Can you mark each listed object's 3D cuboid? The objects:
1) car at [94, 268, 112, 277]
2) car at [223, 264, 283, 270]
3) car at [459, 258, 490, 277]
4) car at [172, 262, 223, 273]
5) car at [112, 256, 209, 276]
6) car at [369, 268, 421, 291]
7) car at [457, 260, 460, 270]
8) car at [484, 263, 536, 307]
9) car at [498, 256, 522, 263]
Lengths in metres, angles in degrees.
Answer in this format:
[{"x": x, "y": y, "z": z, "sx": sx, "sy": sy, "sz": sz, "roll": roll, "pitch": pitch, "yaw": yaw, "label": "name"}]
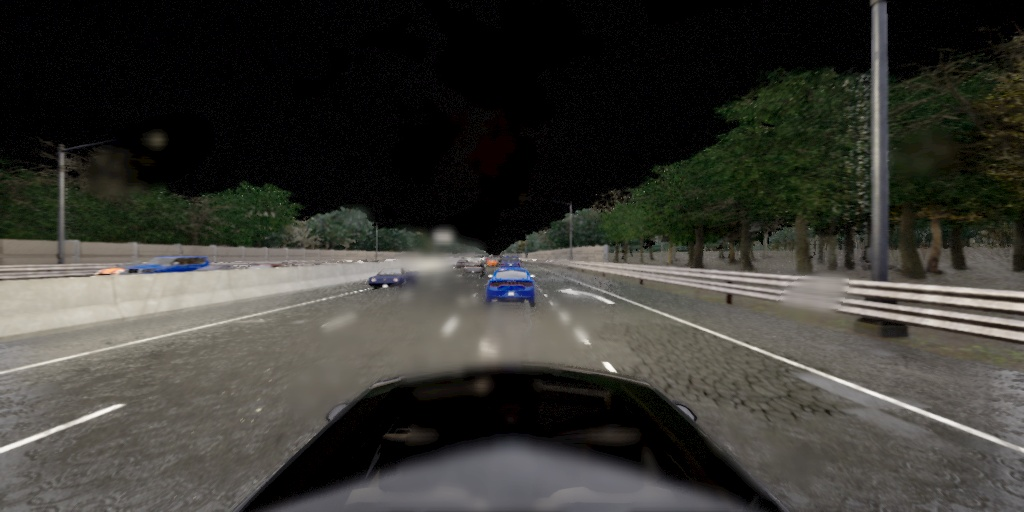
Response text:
[{"x": -28.148, "y": 1.135, "z": 26.967, "sx": 2.097, "sy": 1.767, "sz": 4.553, "roll": 0, "pitch": 0, "yaw": 0, "label": "car"}, {"x": -17.645, "y": 1.306, "z": 25.545, "sx": 1.812, "sy": 1.442, "sz": 4.674, "roll": 0, "pitch": 0, "yaw": 0, "label": "car"}, {"x": -3.615, "y": 1.279, "z": 35.680, "sx": 2.128, "sy": 1.511, "sz": 4.902, "roll": 0, "pitch": 0, "yaw": 0, "label": "car"}, {"x": -21.146, "y": 1.345, "z": 25.640, "sx": 1.994, "sy": 1.385, "sz": 4.181, "roll": 0, "pitch": 0, "yaw": 0, "label": "car"}, {"x": -24.645, "y": 1.006, "z": 25.956, "sx": 2.150, "sy": 2.045, "sz": 5.566, "roll": 0, "pitch": 0, "yaw": 0, "label": "car"}, {"x": -7.039, "y": 1.375, "z": 22.119, "sx": 1.895, "sy": 1.301, "sz": 4.718, "roll": 0, "pitch": 0, "yaw": 0, "label": "car"}, {"x": -7.285, "y": 1.303, "z": 54.881, "sx": 1.837, "sy": 1.490, "sz": 4.892, "roll": 0, "pitch": 0, "yaw": -1, "label": "car"}, {"x": -0.018, "y": 1.243, "z": 15.688, "sx": 1.882, "sy": 1.535, "sz": 5.008, "roll": 0, "pitch": 0, "yaw": 0, "label": "car"}, {"x": -0.138, "y": 1.011, "z": 38.916, "sx": 2.150, "sy": 2.045, "sz": 5.566, "roll": 0, "pitch": 0, "yaw": 0, "label": "car"}]
